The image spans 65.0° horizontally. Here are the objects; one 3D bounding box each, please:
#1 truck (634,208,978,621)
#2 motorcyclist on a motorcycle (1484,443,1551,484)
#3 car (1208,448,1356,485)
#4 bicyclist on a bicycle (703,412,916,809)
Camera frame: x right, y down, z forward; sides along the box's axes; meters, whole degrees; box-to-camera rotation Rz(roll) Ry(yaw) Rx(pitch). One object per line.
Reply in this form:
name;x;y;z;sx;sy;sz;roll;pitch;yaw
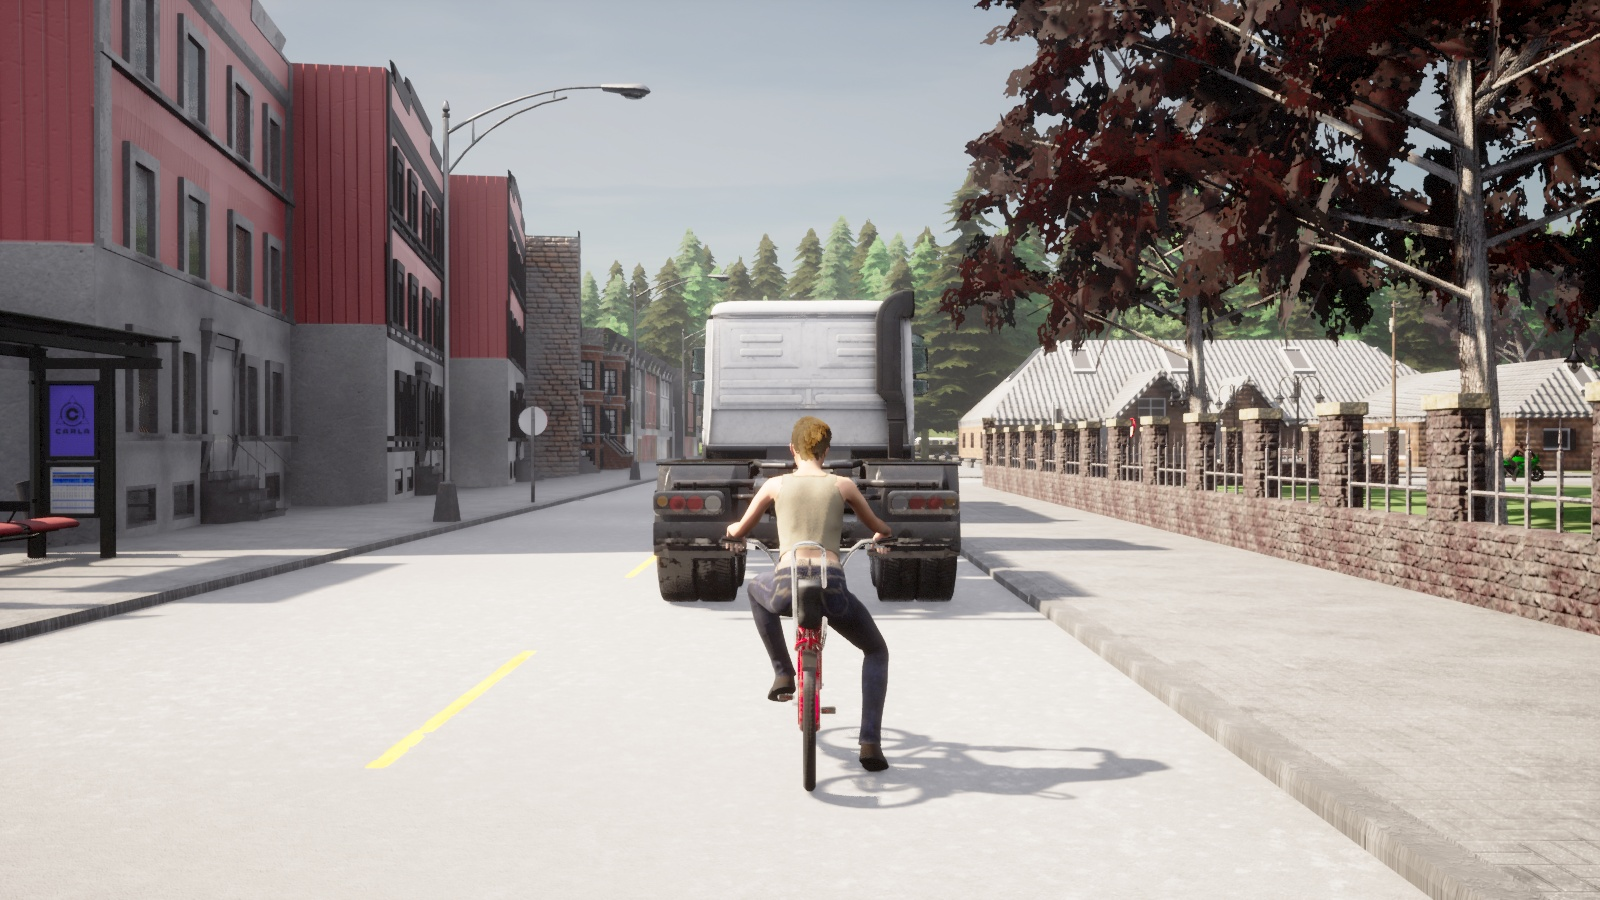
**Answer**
truck;0.095;-0.317;14.519;2.891;3.462;7.936;0;0;1
motorcyclist on a motorcycle;26.488;0.488;46.375;2.044;1.523;0.797;0;0;-1
car;17.769;0.599;46.425;4.718;1.301;1.895;0;0;-1
bicyclist on a bicycle;0.044;0.650;5.856;0.866;1.612;1.509;0;0;0
